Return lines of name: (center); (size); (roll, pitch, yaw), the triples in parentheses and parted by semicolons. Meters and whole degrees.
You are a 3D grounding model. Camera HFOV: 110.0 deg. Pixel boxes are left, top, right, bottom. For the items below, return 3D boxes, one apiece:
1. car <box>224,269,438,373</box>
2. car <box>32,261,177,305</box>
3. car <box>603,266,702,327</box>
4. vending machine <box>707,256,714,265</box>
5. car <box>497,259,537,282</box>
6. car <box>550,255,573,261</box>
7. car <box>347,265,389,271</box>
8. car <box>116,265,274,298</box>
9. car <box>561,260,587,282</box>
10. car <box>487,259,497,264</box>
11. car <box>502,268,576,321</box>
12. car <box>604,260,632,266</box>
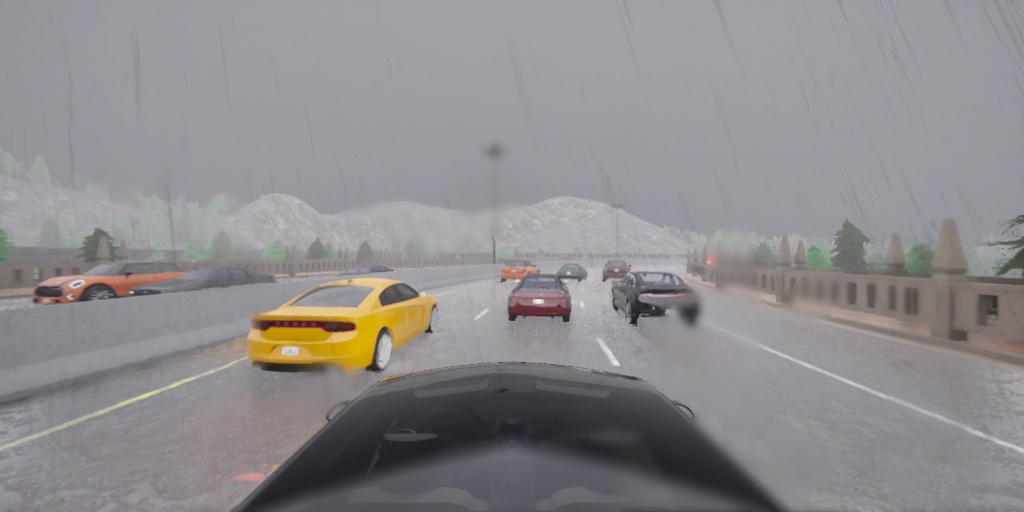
car: (-3.010, 1.207, 7.614); (1.882, 1.535, 5.008); (0, 0, 4)
car: (-16.431, 1.018, 15.109); (2.097, 1.767, 4.553); (0, 0, 9)
car: (4.413, 1.244, 11.605); (2.128, 1.511, 4.902); (0, 0, 7)
vending machine: (19.742, 0.971, 35.939); (1.100, 2.100, 0.880); (0, 0, 27)
car: (0.708, 1.066, 27.514); (2.097, 1.767, 4.553); (0, 0, 16)
car: (8.125, 0.914, 58.856); (2.150, 2.045, 5.566); (0, 0, 36)
car: (-8.435, 1.236, 20.886); (2.033, 1.411, 5.357); (0, 0, 11)
car: (-12.918, 1.226, 15.550); (2.033, 1.411, 5.357); (0, 0, 8)
car: (4.966, 1.292, 29.331); (1.994, 1.385, 4.181); (0, 0, 18)
car: (-2.098, 1.164, 55.955); (1.837, 1.490, 4.892); (0, 0, 31)
car: (1.024, 1.302, 12.507); (1.994, 1.385, 4.181); (0, 0, 7)
car: (8.564, 1.094, 29.081); (2.097, 1.767, 4.553); (0, 0, 18)
